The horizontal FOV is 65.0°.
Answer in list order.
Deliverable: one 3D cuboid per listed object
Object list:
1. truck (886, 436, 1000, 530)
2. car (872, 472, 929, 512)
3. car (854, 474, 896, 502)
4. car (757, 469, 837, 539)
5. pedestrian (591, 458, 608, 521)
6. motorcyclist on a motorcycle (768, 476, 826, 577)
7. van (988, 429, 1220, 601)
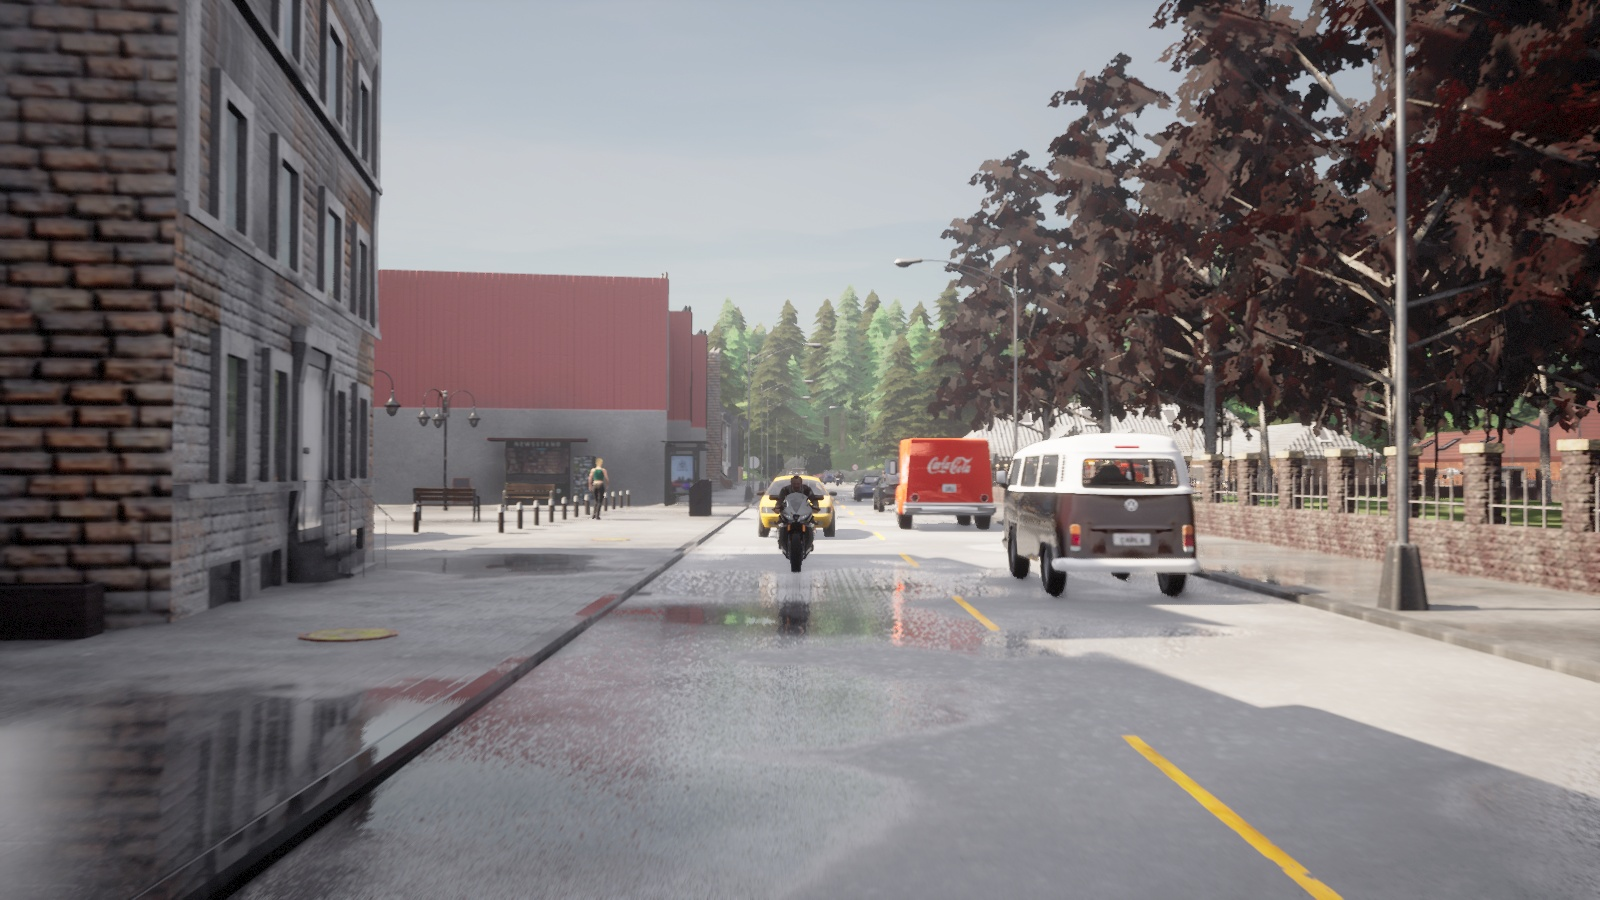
[{"bbox_3d":[3.923,0.907,35.502,2.627,2.467,5.204,0,-1,0],"label":"truck"},{"bbox_3d":[3.911,1.633,49.516,1.837,1.490,4.892,0,-1,0],"label":"car"},{"bbox_3d":[3.876,1.965,65.827,1.994,1.385,4.181,0,-1,1],"label":"car"},{"bbox_3d":[-0.070,1.274,31.066,1.801,1.575,5.366,0,-1,0],"label":"car"},{"bbox_3d":[-5.912,1.167,36.994,0.345,1.836,0.594,0,-1,8],"label":"pedestrian"},{"bbox_3d":[-0.049,1.188,20.190,0.866,1.530,2.191,0,-1,0],"label":"motorcyclist on a motorcycle"},{"bbox_3d":[3.957,0.810,17.200,2.069,2.038,4.480,0,-1,0],"label":"van"}]
